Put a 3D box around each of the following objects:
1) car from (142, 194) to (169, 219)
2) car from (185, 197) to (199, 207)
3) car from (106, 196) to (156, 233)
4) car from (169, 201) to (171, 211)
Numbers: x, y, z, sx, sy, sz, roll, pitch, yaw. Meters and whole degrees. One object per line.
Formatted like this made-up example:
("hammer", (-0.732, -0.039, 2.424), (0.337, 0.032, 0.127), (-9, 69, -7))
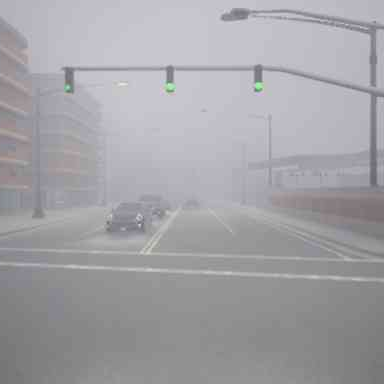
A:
("car", (-3.539, 1.199, 29.198), (2.150, 2.045, 5.566), (0, 0, 0))
("car", (0.024, 1.425, 48.334), (2.128, 1.511, 4.902), (0, 0, 0))
("car", (-3.584, 1.347, 19.605), (2.097, 1.767, 4.553), (0, 0, 0))
("car", (-3.484, 1.522, 39.065), (1.994, 1.385, 4.181), (0, 0, 0))
